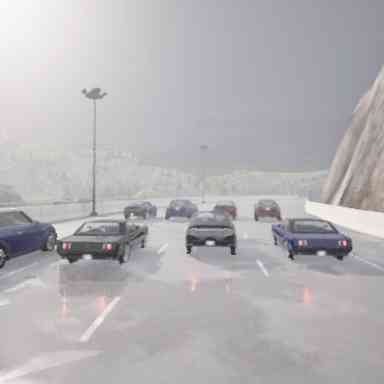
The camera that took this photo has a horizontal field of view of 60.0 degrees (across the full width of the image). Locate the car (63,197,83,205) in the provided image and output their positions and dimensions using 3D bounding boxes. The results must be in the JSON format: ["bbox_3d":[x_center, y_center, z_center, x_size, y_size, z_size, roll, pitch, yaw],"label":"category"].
[{"bbox_3d":[-17.307,1.513,51.008,1.812,1.442,4.674,0,0,16],"label":"car"}]

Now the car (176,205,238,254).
[{"bbox_3d":[0.819,1.500,13.611,2.128,1.511,4.902,0,0,5],"label":"car"}]

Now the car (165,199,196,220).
[{"bbox_3d":[-0.791,1.363,28.180,2.097,1.767,4.553,0,0,9],"label":"car"}]

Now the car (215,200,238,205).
[{"bbox_3d":[3.083,1.498,30.026,1.882,1.535,5.008,0,0,10],"label":"car"}]

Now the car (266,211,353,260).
[{"bbox_3d":[4.217,1.615,12.553,1.895,1.301,4.718,0,0,5],"label":"car"}]

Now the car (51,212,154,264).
[{"bbox_3d":[-2.856,1.600,11.855,1.895,1.301,4.718,0,0,4],"label":"car"}]

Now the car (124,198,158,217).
[{"bbox_3d":[-4.303,1.509,28.469,1.837,1.490,4.892,0,0,10],"label":"car"}]

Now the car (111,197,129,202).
[{"bbox_3d":[-10.396,1.479,49.724,1.882,1.535,5.008,0,0,16],"label":"car"}]

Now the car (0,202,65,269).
[{"bbox_3d":[-6.392,1.344,11.109,2.097,1.767,4.553,0,0,4],"label":"car"}]

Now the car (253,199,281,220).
[{"bbox_3d":[6.329,1.378,28.276,2.097,1.767,4.553,0,0,10],"label":"car"}]

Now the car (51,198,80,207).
[{"bbox_3d":[-20.221,1.583,53.574,1.895,1.301,4.718,0,0,17],"label":"car"}]
